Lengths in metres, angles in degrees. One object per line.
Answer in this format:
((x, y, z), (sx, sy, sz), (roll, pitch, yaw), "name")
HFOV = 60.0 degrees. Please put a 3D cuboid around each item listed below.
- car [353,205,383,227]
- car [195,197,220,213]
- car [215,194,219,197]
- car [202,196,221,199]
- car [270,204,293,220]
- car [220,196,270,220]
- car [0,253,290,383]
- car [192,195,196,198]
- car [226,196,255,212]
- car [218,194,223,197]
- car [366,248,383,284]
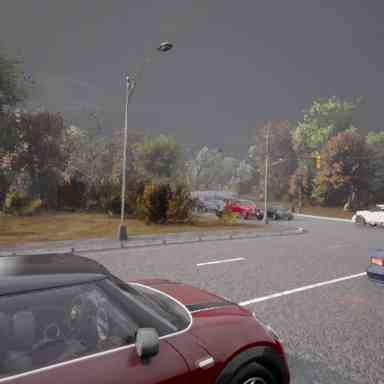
((16.786, 2.098, 28.620), (2.150, 2.045, 5.566), (3, -2, -29), "car")
((2.027, 1.960, 44.901), (1.837, 1.490, 4.892), (3, 0, -18), "car")
((6.308, 1.130, 79.553), (2.128, 1.511, 4.902), (2, 2, -1), "car")
((3.084, 1.938, 53.753), (1.994, 1.385, 4.181), (2, 1, -15), "car")
((9.017, 2.095, 36.422), (2.097, 1.767, 4.553), (3, -1, -23), "car")
((5.516, 1.808, 35.639), (2.150, 2.045, 5.566), (3, -1, -22), "car")
((-1.234, 1.354, 2.866), (4.553, 1.767, 2.097), (0, 0, -36), "car")
((-0.852, 1.371, 54.951), (2.150, 2.045, 5.566), (2, 2, -13), "car")
((7.436, 1.854, 51.696), (2.150, 2.045, 5.566), (2, 1, -16), "car")
((7.515, 1.585, 68.217), (2.128, 1.511, 4.902), (2, 2, -8), "car")
((6.518, 1.662, 8.424), (5.357, 1.411, 2.033), (2, -1, -36), "car")
